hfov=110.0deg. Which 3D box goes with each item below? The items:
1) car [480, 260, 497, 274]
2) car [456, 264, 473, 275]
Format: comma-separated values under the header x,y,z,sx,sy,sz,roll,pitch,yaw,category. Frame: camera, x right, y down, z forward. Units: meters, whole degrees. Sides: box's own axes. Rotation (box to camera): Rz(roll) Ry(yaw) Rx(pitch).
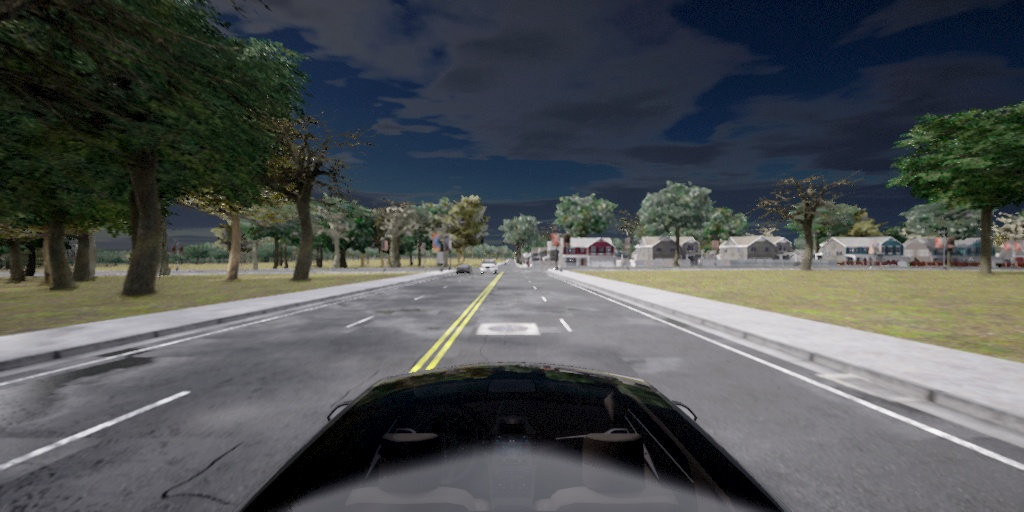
x,y,z,sx,sy,sz,roll,pitch,yaw,category
-3.295,1.538,51.420,2.150,2.045,5.566,0,-1,0,car
-6.554,1.844,49.848,2.033,1.411,5.357,0,-1,0,car
